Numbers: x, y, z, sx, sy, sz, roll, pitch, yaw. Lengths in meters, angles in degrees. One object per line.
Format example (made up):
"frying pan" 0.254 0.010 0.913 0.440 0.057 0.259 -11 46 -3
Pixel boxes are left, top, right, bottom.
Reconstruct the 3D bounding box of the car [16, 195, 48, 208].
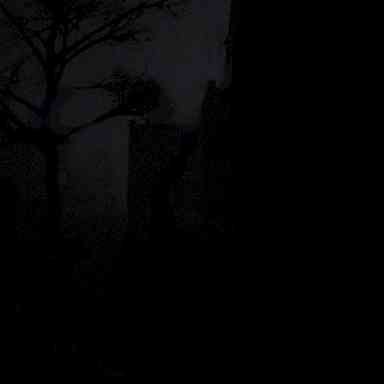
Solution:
"car" -19.540 1.159 40.764 1.882 1.535 5.008 2 0 11

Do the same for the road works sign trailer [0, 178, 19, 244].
"road works sign trailer" -8.082 0.790 11.541 3.560 2.380 2.880 -3 3 -12
